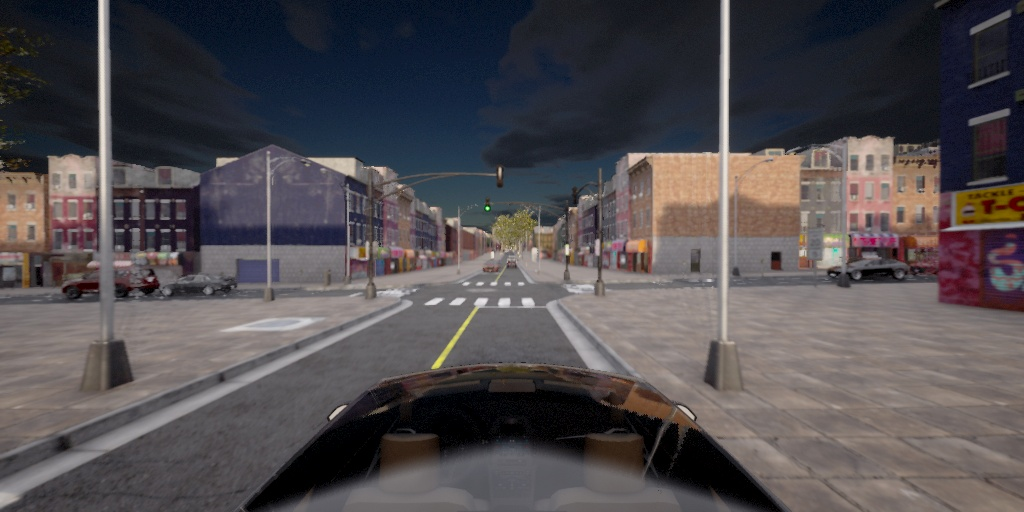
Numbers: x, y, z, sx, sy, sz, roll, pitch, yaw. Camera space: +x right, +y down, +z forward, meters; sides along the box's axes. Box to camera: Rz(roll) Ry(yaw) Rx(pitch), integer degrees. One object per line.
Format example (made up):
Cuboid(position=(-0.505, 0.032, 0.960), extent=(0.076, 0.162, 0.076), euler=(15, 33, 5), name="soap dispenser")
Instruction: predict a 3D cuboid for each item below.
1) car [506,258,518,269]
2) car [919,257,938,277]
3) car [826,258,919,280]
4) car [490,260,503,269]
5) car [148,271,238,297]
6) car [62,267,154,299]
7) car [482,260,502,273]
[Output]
Cuboid(position=(-0.019, 1.508, 64.821), extent=(1.837, 1.490, 4.892), euler=(0, 0, 0), name="car")
Cuboid(position=(28.641, 0.647, 23.390), extent=(4.507, 1.381, 1.888), euler=(0, 0, 0), name="car")
Cuboid(position=(23.110, 0.797, 23.388), extent=(4.313, 1.339, 1.948), euler=(0, 0, 0), name="car")
Cuboid(position=(-2.787, 1.499, 65.050), extent=(2.128, 1.511, 4.902), euler=(0, 0, 0), name="car")
Cuboid(position=(-20.366, 1.821, 23.372), extent=(4.403, 1.370, 2.007), euler=(0, 0, 0), name="car")
Cuboid(position=(-25.899, 1.720, 23.370), extent=(5.009, 1.841, 2.192), euler=(0, 0, 0), name="car")
Cuboid(position=(-2.833, 1.321, 48.962), extent=(2.097, 1.767, 4.553), euler=(0, 0, 0), name="car")
